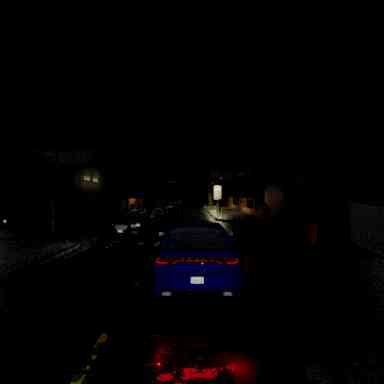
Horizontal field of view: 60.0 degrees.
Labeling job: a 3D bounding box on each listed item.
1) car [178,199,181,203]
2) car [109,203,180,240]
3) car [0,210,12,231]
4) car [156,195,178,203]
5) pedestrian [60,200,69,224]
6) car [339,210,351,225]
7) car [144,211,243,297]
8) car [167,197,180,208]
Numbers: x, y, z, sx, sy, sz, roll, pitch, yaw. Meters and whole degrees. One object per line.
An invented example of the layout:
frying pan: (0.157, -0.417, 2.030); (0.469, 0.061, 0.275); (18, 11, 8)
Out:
car: (-2.812, 1.409, 43.732); (2.150, 2.045, 5.566); (0, 0, 0)
car: (-2.342, 1.529, 17.387); (2.128, 1.511, 4.902); (-1, -1, 23)
car: (-13.529, 1.375, 19.272); (5.566, 2.045, 2.150); (-1, -2, 1)
car: (-2.811, 1.469, 33.925); (2.097, 1.767, 4.553); (0, 0, 0)
pedestrian: (-9.642, 1.454, 25.093); (0.375, 1.860, 0.375); (0, -1, 1)
car: (12.284, 1.400, 21.865); (5.008, 1.535, 1.882); (-1, -2, 1)
car: (0.105, 1.492, 8.652); (1.882, 1.535, 5.008); (0, 0, 0)
car: (-2.960, 1.647, 54.267); (2.097, 1.767, 4.553); (0, -1, -2)
